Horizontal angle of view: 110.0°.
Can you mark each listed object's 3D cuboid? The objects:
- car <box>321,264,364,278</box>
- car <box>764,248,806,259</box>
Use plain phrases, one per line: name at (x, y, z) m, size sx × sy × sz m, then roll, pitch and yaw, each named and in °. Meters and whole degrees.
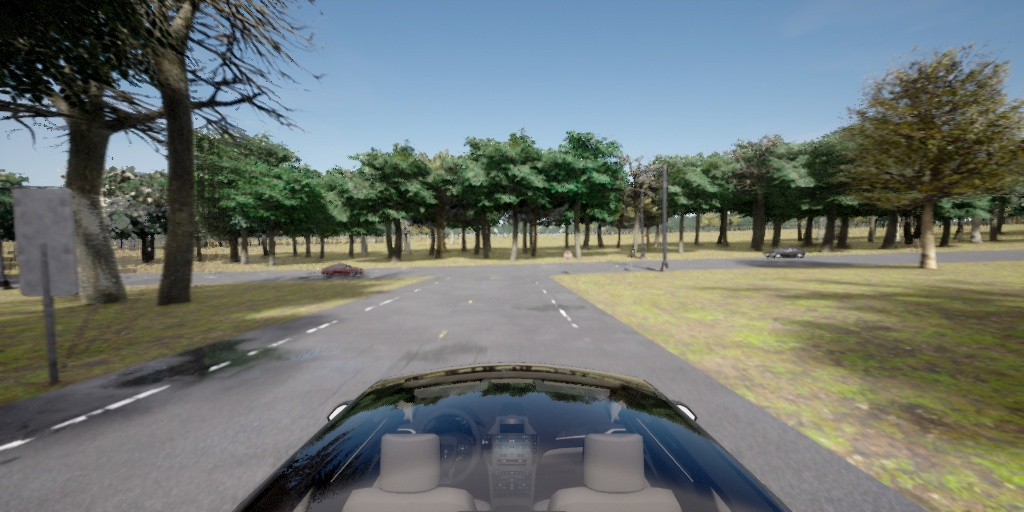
car at (-19.454, 1.625, 41.189) m, size 4.674 × 1.442 × 1.812 m, roll -1°, pitch 3°, yaw 0°
car at (36.693, -0.361, 48.306) m, size 4.902 × 1.511 × 2.128 m, roll -2°, pitch 3°, yaw 0°
